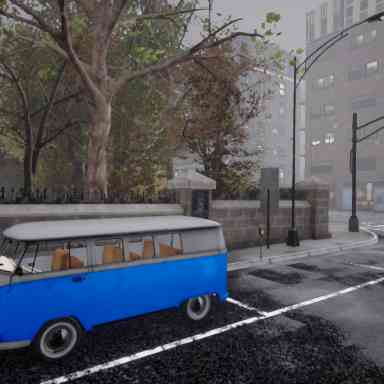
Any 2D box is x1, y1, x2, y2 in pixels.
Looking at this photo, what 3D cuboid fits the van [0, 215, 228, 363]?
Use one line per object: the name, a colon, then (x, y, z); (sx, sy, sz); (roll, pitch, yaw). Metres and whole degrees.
van: (-1.246, 1.342, 5.601); (3.998, 1.788, 1.690); (0, 1, -35)
